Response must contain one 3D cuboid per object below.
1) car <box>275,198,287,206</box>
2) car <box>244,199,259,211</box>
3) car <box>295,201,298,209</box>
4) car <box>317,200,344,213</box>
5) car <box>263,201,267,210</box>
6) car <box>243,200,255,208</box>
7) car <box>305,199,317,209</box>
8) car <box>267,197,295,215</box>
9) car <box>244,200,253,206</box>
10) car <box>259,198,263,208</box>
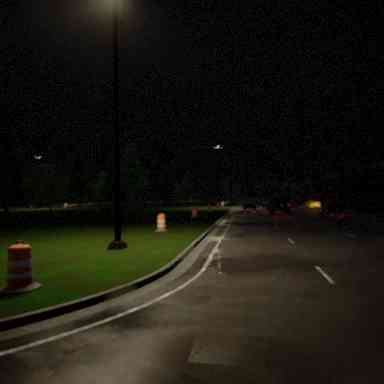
[{"bbox_3d":[19.516,2.159,72.989,2.097,1.767,4.553,-1,-1,9],"label":"car"},{"bbox_3d":[9.235,2.188,52.988,1.812,1.442,4.674,-1,-1,8],"label":"car"},{"bbox_3d":[16.850,2.078,56.736,1.882,1.535,5.008,-1,-1,9],"label":"car"},{"bbox_3d":[18.302,1.868,43.376,2.128,1.511,4.902,-1,-1,9],"label":"car"},{"bbox_3d":[12.521,2.067,51.532,1.882,1.535,5.008,-1,-1,9],"label":"car"},{"bbox_3d":[11.114,2.362,64.995,2.033,1.411,5.357,-1,-1,9],"label":"car"},{"bbox_3d":[20.237,2.011,55.776,1.882,1.535,5.008,-1,-1,9],"label":"car"},{"bbox_3d":[10.818,1.678,40.949,2.150,2.045,5.566,-1,-1,9],"label":"car"},{"bbox_3d":[12.790,2.466,75.203,1.812,1.442,4.674,-1,-1,9],"label":"car"},{"bbox_3d":[14.140,2.283,61.830,1.994,1.385,4.181,-1,-1,9],"label":"car"}]
